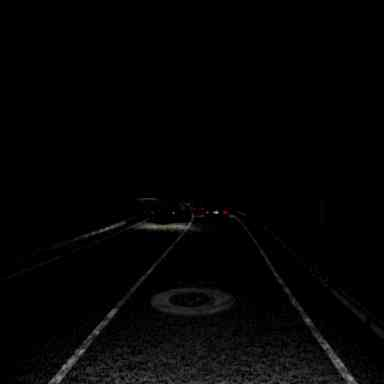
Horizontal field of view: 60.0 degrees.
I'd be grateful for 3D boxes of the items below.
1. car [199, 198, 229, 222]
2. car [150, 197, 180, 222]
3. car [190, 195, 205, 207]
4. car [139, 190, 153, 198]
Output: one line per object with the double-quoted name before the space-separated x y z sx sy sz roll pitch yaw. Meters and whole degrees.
"car" 1.788 1.439 25.410 2.033 1.411 5.357 0 1 2
"car" -1.968 1.359 25.253 1.882 1.535 5.008 0 1 2
"car" 0.822 1.164 42.876 2.128 1.511 4.902 1 1 -8
"car" -9.080 0.431 65.689 1.812 1.442 4.674 1 2 -22
